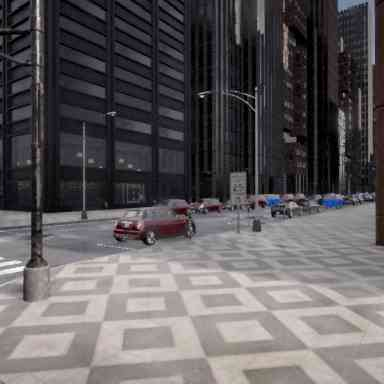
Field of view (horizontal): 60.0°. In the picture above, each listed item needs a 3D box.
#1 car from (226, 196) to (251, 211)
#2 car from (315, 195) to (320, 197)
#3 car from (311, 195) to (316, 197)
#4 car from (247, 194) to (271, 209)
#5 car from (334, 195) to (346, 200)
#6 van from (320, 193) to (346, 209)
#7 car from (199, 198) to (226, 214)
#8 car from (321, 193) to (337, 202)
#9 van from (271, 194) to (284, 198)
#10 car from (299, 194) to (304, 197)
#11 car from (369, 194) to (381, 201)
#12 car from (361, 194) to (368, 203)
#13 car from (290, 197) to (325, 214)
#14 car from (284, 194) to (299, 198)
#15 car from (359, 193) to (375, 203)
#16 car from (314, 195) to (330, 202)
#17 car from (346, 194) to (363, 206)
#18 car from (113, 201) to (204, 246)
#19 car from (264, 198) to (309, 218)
[{"bbox_3d":[4.626,1.481,38.433,2.008,1.369,4.403,0,0,36],"label":"car"},{"bbox_3d":[21.000,1.346,51.159,1.882,1.535,5.008,0,0,36],"label":"car"},{"bbox_3d":[24.278,1.305,65.756,1.967,1.590,4.097,0,0,36],"label":"car"},{"bbox_3d":[7.901,1.233,42.987,2.192,1.841,5.009,0,0,36],"label":"car"},{"bbox_3d":[37.380,1.396,83.972,1.947,1.339,4.313,0,0,36],"label":"car"},{"bbox_3d":[18.107,1.216,42.576,1.690,1.788,3.998,0,0,36],"label":"van"},{"bbox_3d":[1.351,1.383,33.879,1.967,1.590,4.097,0,0,36],"label":"car"},{"bbox_3d":[30.829,1.162,74.864,2.192,1.841,5.009,0,0,36],"label":"car"},{"bbox_3d":[11.176,1.247,47.540,1.690,1.788,3.998,0,0,36],"label":"van"},{"bbox_3d":[17.727,1.199,56.648,2.192,1.841,5.009,0,0,36],"label":"car"},{"bbox_3d":[41.033,1.247,74.452,1.967,1.590,4.097,0,0,36],"label":"car"},{"bbox_3d":[27.933,1.409,56.237,1.947,1.339,4.313,0,0,36],"label":"car"},{"bbox_3d":[11.557,1.465,33.470,1.947,1.339,4.313,0,0,36],"label":"car"},{"bbox_3d":[14.452,1.210,52.095,2.192,1.841,5.009,0,0,36],"label":"car"},{"bbox_3d":[34.483,1.370,65.345,1.887,1.381,4.507,0,0,36],"label":"car"},{"bbox_3d":[27.554,1.406,70.310,2.008,1.369,4.403,0,0,36],"label":"car"},{"bbox_3d":[24.658,1.419,51.683,1.947,1.339,4.313,0,0,36],"label":"car"},{"bbox_3d":[-1.543,1.393,15.256,1.967,1.590,4.097,0,0,36],"label":"car"},{"bbox_3d":[8.282,1.463,28.916,2.008,1.369,4.403,0,0,36],"label":"car"}]
